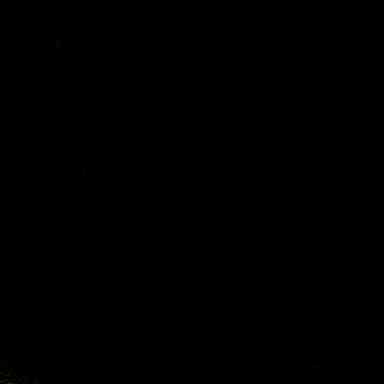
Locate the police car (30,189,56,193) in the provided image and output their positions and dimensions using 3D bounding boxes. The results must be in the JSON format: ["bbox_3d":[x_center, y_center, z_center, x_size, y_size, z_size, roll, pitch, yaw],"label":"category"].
[{"bbox_3d":[-31.266,-0.394,69.834,1.930,1.638,5.238,0,0,35],"label":"police car"}]
